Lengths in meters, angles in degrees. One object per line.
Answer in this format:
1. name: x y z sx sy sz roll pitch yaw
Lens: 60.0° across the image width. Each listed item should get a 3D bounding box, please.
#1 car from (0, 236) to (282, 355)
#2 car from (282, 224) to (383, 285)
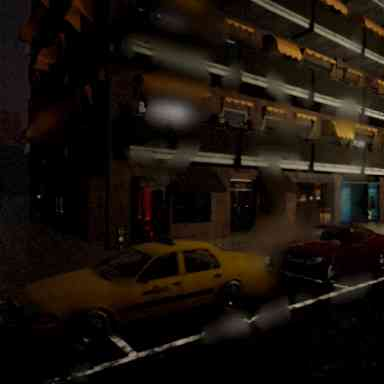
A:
1. car: -0.698 1.526 6.057 4.829 1.417 1.752 0 0 -35
2. car: 4.073 1.584 9.461 4.206 1.307 1.802 0 0 -36
